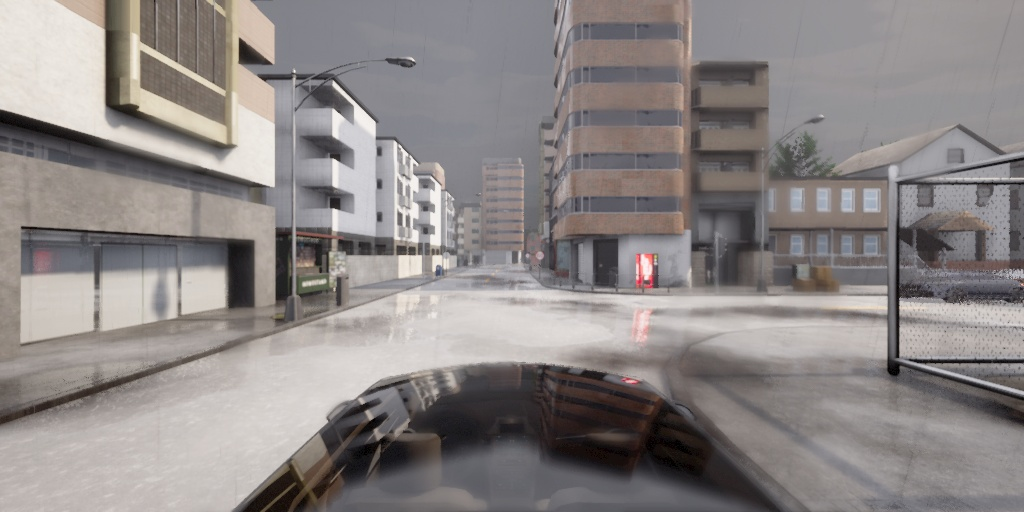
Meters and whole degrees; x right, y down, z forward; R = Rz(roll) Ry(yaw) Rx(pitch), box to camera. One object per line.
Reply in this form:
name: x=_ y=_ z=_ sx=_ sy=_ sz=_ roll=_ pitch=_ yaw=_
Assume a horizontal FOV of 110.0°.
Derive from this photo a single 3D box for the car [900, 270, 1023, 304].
car: x=19.588 y=1.307 z=15.827 sx=4.181 sy=1.385 sz=1.994 roll=0 pitch=0 yaw=0
